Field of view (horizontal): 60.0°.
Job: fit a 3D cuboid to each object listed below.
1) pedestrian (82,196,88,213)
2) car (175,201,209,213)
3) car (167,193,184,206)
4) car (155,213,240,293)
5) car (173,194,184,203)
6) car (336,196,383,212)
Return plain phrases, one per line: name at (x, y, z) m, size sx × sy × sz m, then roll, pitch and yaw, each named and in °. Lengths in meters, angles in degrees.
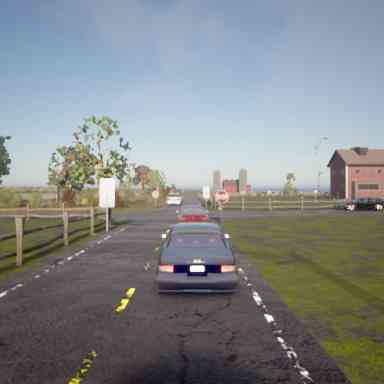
pedestrian at (-12.150, 1.396, 37.602) m, size 0.375 × 1.860 × 0.375 m, roll 0°, pitch 1°, yaw 0°
car at (0.034, 1.515, 19.490) m, size 1.812 × 1.442 × 4.674 m, roll 0°, pitch 0°, yaw -2°
car at (-2.807, 1.196, 53.237) m, size 2.150 × 2.045 × 5.566 m, roll 0°, pitch 0°, yaw 0°
car at (0.103, 1.542, 8.988) m, size 2.033 × 1.411 × 5.357 m, roll 0°, pitch 0°, yaw 0°
car at (-2.735, 1.321, 69.462) m, size 2.097 × 1.767 × 4.553 m, roll 0°, pitch 0°, yaw 0°
car at (17.413, 1.206, 34.342) m, size 4.892 × 1.490 × 1.837 m, roll -1°, pitch 0°, yaw 0°
